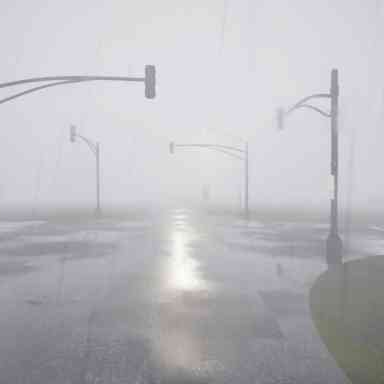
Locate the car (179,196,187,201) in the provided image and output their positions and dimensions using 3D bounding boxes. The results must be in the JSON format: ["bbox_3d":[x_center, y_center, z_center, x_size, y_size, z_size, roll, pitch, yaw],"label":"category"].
[{"bbox_3d":[-2.219,1.559,80.003,1.895,1.301,4.718,0,0,-4],"label":"car"}]

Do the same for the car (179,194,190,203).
[{"bbox_3d":[-1.617,1.384,69.929,2.097,1.767,4.553,0,0,-3],"label":"car"}]

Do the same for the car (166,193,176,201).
[{"bbox_3d":[-4.604,1.013,74.022,2.097,1.767,4.553,0,0,-3],"label":"car"}]
